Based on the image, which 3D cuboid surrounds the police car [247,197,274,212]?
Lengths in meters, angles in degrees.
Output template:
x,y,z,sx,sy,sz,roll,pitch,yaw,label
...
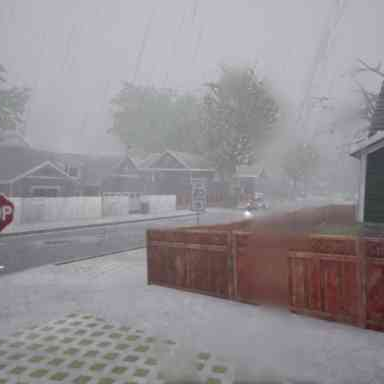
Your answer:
x,y,z,sx,sy,sz,roll,pitch,yaw,label
7.901,1.394,38.369,2.038,1.542,4.974,3,2,30,police car
